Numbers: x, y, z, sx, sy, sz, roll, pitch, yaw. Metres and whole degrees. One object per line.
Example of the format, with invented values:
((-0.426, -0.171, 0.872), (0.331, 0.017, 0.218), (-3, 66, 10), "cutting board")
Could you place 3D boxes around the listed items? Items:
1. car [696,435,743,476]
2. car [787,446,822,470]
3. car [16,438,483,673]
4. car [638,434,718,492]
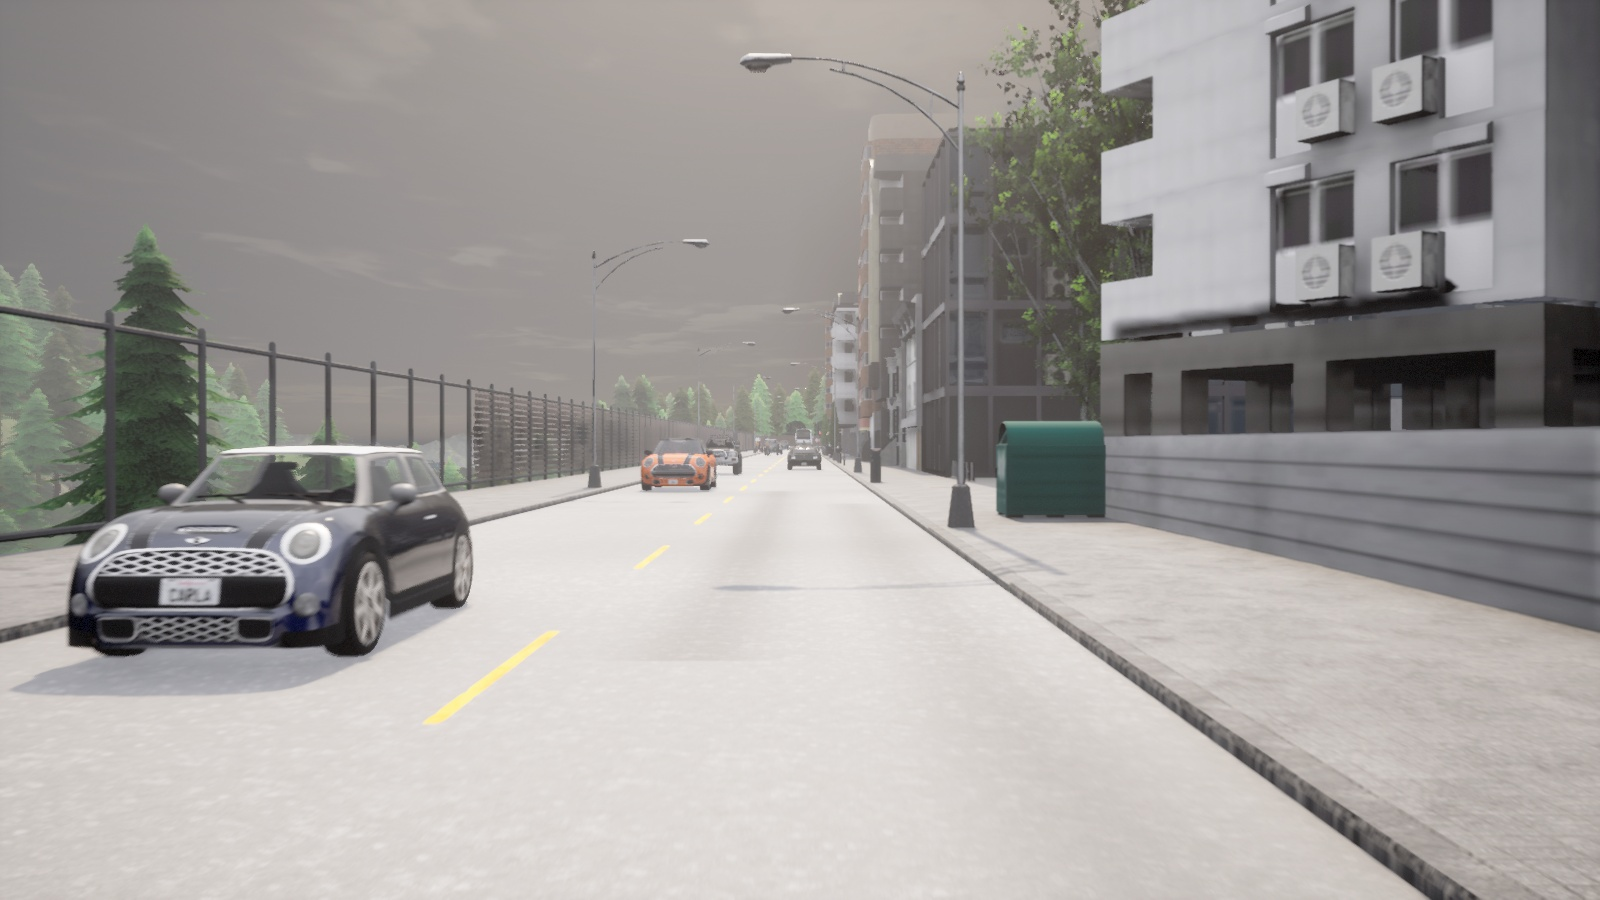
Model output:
((-3.781, 0.223, 59.616), (1.932, 1.855, 4.605), (0, 0, 0), "car")
((0.257, 0.448, 70.566), (1.895, 1.301, 4.718), (0, 0, 0), "car")
((-3.950, 0.653, 9.817), (1.970, 1.475, 3.806), (0, 0, 0), "car")
((-3.847, 0.375, 40.204), (2.097, 1.767, 4.553), (0, 0, 0), "car")
